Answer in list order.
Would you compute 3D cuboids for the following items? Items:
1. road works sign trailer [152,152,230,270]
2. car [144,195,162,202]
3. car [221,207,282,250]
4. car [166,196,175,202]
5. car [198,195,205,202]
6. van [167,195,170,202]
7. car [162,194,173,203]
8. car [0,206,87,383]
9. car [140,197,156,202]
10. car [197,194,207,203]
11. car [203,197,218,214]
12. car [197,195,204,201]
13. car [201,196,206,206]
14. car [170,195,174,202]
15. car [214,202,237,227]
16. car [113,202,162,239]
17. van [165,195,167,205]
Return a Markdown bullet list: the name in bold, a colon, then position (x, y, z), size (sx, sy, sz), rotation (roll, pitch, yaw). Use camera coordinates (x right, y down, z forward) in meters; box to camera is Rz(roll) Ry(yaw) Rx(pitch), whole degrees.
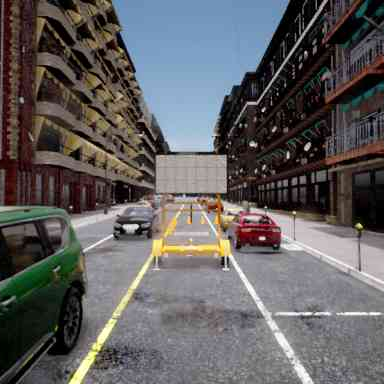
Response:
- **road works sign trailer**: position (-0.022, 0.475, 10.998), size (2.380, 3.560, 2.880), rotation (0, 0, 0)
- **car**: position (-5.376, 1.394, 42.038), size (2.192, 1.841, 5.009), rotation (2, 0, 0)
- **car**: position (2.557, 1.561, 14.337), size (1.887, 1.381, 4.507), rotation (1, 0, 0)
- **car**: position (-5.476, 1.822, 86.281), size (1.947, 1.339, 4.313), rotation (1, 0, 0)
- **car**: position (2.463, 1.678, 58.583), size (1.887, 1.381, 4.507), rotation (1, 0, 0)
- **van**: position (-5.412, 1.475, 58.629), size (1.690, 1.788, 3.998), rotation (1, 0, 0)
- **car**: position (-5.446, 1.518, 75.219), size (2.192, 1.841, 5.009), rotation (1, 0, 0)
- **car**: position (-2.750, 1.224, 3.185), size (2.150, 2.045, 5.566), rotation (0, 0, 0)
- **car**: position (-5.370, 1.589, 36.336), size (1.752, 1.417, 4.829), rotation (2, 0, 0)
- **car**: position (2.388, 1.543, 80.707), size (2.192, 1.841, 5.009), rotation (1, 0, 0)
- **car**: position (2.510, 1.609, 36.459), size (1.887, 1.381, 4.507), rotation (1, 0, 0)
- **car**: position (2.361, 1.726, 91.770), size (1.967, 1.590, 4.097), rotation (1, 0, 0)
- **car**: position (2.498, 1.629, 41.991), size (2.008, 1.369, 4.403), rotation (1, 0, 0)
- **car**: position (-5.435, 1.494, 69.690), size (2.192, 1.841, 5.009), rotation (1, 0, 0)
- **car**: position (2.545, 1.551, 20.039), size (1.752, 1.417, 4.829), rotation (1, 0, 0)
- **car**: position (-2.791, 1.513, 17.404), size (2.128, 1.511, 4.902), rotation (0, 0, 0)
- **van**: position (-5.400, 1.454, 53.097), size (1.690, 1.788, 3.998), rotation (2, 0, 0)
